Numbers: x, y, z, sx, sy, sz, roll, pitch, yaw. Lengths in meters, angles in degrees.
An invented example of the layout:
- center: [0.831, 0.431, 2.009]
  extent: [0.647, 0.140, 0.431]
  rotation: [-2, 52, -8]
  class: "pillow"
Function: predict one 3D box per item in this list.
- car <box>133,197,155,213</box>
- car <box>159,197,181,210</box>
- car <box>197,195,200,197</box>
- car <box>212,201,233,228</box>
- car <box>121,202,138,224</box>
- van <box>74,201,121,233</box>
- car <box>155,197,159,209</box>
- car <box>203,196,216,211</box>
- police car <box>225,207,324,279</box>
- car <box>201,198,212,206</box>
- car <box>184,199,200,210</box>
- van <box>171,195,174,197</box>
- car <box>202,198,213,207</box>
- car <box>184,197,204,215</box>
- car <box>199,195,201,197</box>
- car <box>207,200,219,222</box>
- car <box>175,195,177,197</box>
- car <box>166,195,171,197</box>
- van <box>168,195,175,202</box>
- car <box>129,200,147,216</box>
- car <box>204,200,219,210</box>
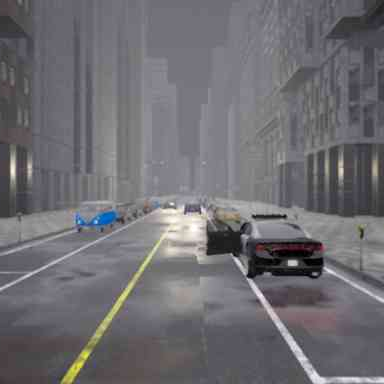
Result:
- center: [-5.761, 1.507, 37.155]
  extent: [2.192, 1.841, 5.009]
  rotation: [0, 0, 0]
  class: "car"
- center: [-3.025, 1.788, 46.598]
  extent: [2.033, 1.411, 5.357]
  rotation: [0, 0, 1]
  class: "car"
- center: [2.770, 1.837, 76.617]
  extent: [1.967, 1.590, 4.097]
  rotation: [0, 0, 0]
  class: "car"
- center: [2.764, 1.660, 26.062]
  extent: [1.752, 1.417, 4.829]
  rotation: [0, 0, 0]
  class: "car"
- center: [-5.761, 1.699, 25.881]
  extent: [1.947, 1.339, 4.313]
  rotation: [0, 0, 0]
  class: "car"
- center: [-5.763, 1.445, 20.246]
  extent: [1.690, 1.788, 3.998]
  rotation: [0, 0, 0]
  class: "van"
- center: [-5.759, 1.766, 42.791]
  extent: [1.887, 1.381, 4.507]
  rotation: [0, 0, 0]
  class: "car"
- center: [2.766, 1.661, 42.800]
  extent: [1.967, 1.590, 4.097]
  rotation: [0, 0, 0]
  class: "car"
- center: [2.369, 1.479, 10.408]
  extent: [1.930, 1.638, 5.238]
  rotation: [0, 0, 0]
  class: "police car"
- center: [2.769, 1.904, 65.345]
  extent: [1.947, 1.339, 4.313]
  rotation: [0, 0, 0]
  class: "car"
- center: [0.008, 1.793, 47.475]
  extent: [2.033, 1.411, 5.357]
  rotation: [0, 0, 0]
  class: "car"
- center: [-5.756, 1.738, 76.612]
  extent: [1.690, 1.788, 3.998]
  rotation: [0, 0, 0]
  class: "van"
- center: [2.768, 1.853, 59.709]
  extent: [1.887, 1.381, 4.507]
  rotation: [0, 0, 0]
  class: "car"
- center: [0.080, 1.670, 37.200]
  extent: [1.882, 1.535, 5.008]
  rotation: [0, -1, 0]
  class: "car"
- center: [2.767, 1.594, 54.074]
  extent: [2.192, 1.841, 5.009]
  rotation: [0, 0, 0]
  class: "car"
- center: [2.765, 1.713, 31.528]
  extent: [2.008, 1.369, 4.403]
  rotation: [0, 0, 0]
  class: "car"
- center: [-5.754, 2.009, 87.883]
  extent: [2.008, 1.369, 4.403]
  rotation: [0, 0, 0]
  class: "car"
- center: [-5.757, 1.778, 65.339]
  extent: [1.967, 1.590, 4.097]
  rotation: [0, 0, 0]
  class: "car"
- center: [-5.754, 1.831, 93.521]
  extent: [1.690, 1.788, 3.998]
  rotation: [0, 0, 0]
  class: "van"
- center: [-5.760, 1.728, 31.518]
  extent: [1.947, 1.339, 4.313]
  rotation: [0, 0, 0]
  class: "car"
- center: [2.767, 1.816, 48.436]
  extent: [1.947, 1.339, 4.313]
  rotation: [0, 0, 0]
  class: "car"
